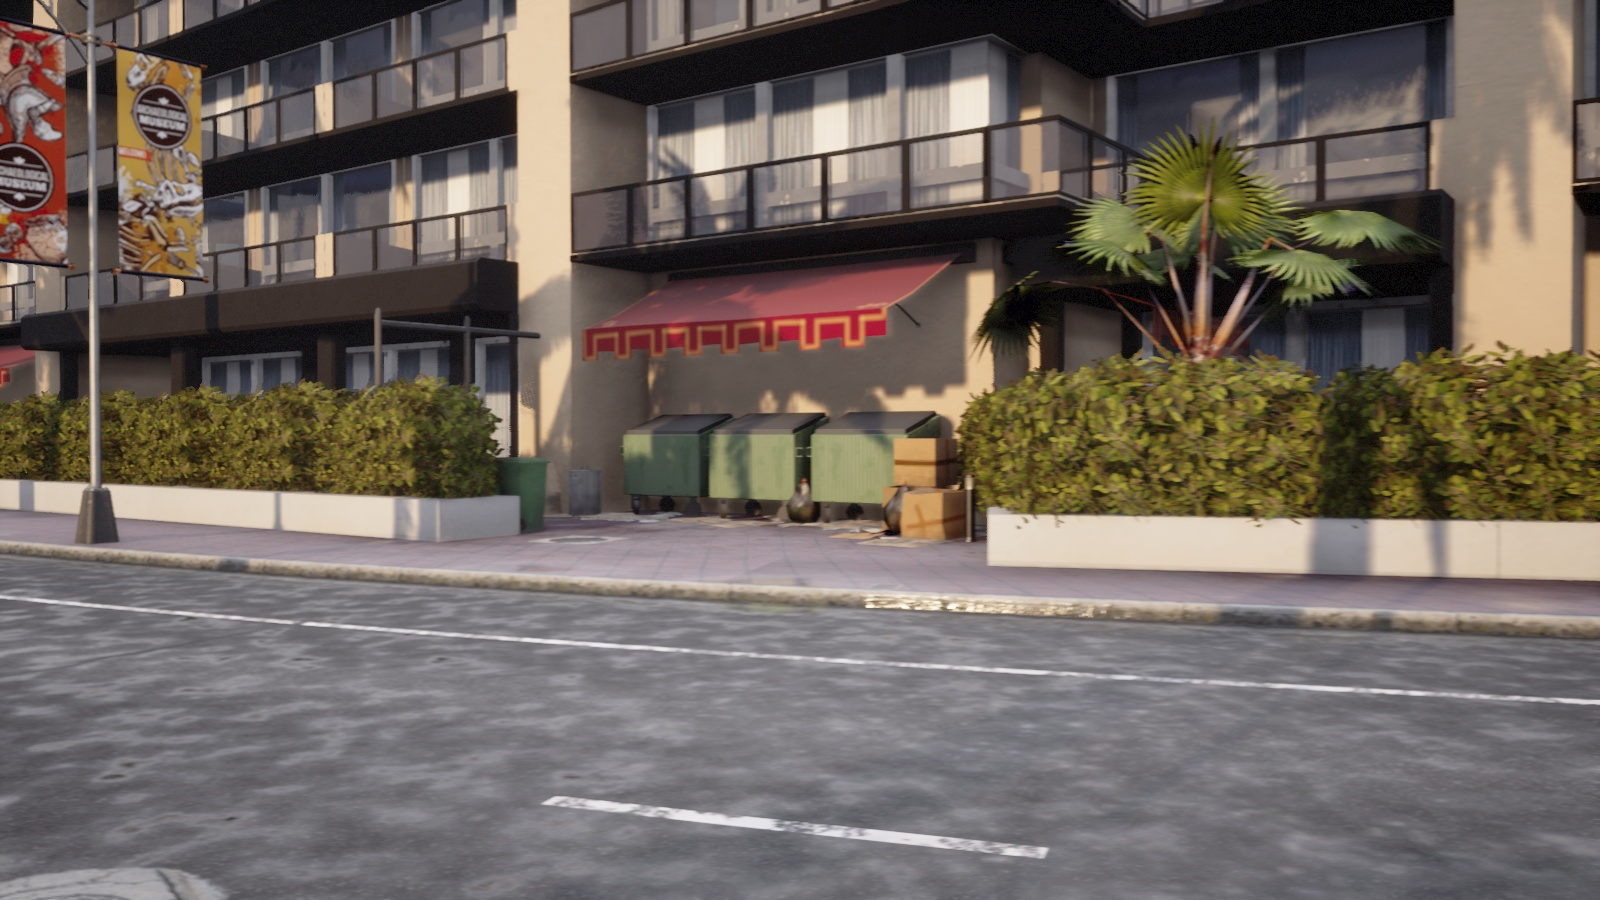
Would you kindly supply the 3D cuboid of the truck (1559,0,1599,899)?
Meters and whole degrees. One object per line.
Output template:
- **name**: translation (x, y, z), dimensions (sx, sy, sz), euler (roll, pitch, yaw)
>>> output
- **truck**: translation (5.836, -0.154, 1.458), dimensions (7.936, 3.462, 2.891), euler (0, 1, 12)
